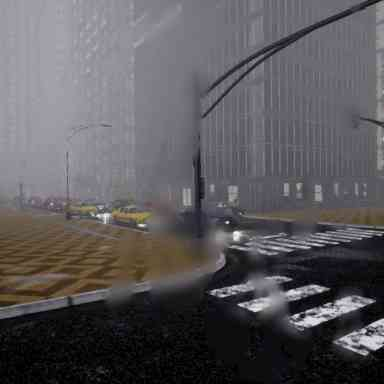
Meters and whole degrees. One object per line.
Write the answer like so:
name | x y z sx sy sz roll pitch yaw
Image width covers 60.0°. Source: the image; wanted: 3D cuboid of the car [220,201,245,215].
car | 2.495 1.455 27.736 2.008 1.369 4.403 -1 1 -36

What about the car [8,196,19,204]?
car | -33.219 1.494 63.653 2.008 1.369 4.403 -1 1 -36

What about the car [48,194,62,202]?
car | -30.070 1.256 72.765 1.967 1.590 4.097 -1 1 -36

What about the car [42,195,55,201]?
car | -33.414 1.332 77.414 1.752 1.417 4.829 -1 1 -36

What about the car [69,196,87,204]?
car | -20.331 1.389 59.234 1.887 1.381 4.507 -1 1 -36

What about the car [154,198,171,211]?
car | -4.057 1.328 36.716 1.967 1.590 4.097 -1 1 -36

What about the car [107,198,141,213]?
car | -7.750 1.426 37.527 1.837 1.490 4.892 -1 1 -36

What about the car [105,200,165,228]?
car | -4.012 1.552 22.844 1.752 1.417 4.829 -1 1 -36

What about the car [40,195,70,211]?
car | -16.991 1.429 41.099 1.967 1.590 4.097 -1 1 -36

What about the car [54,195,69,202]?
car | -26.823 1.407 68.255 1.802 1.307 4.206 -1 1 -36

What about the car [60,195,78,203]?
car | -23.577 1.386 63.745 2.008 1.369 4.403 -1 1 -36

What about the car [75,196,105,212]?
car | -11.010 1.455 37.025 2.128 1.511 4.902 -1 1 -36

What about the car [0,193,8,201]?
car | -46.202 1.449 81.694 1.887 1.381 4.507 -1 1 -36

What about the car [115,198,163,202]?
car | -4.988 1.527 28.642 2.033 1.411 5.357 -1 1 -36

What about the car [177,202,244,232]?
car | 0.839 1.559 20.542 1.994 1.385 4.181 -1 1 -36

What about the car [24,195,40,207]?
car | -23.482 1.411 50.120 1.967 1.590 4.097 -1 1 -36

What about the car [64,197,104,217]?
car | -10.448 1.533 31.908 1.752 1.417 4.829 -1 1 -36

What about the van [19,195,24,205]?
van | -26.729 1.303 54.630 1.690 1.788 3.998 -1 1 -36
